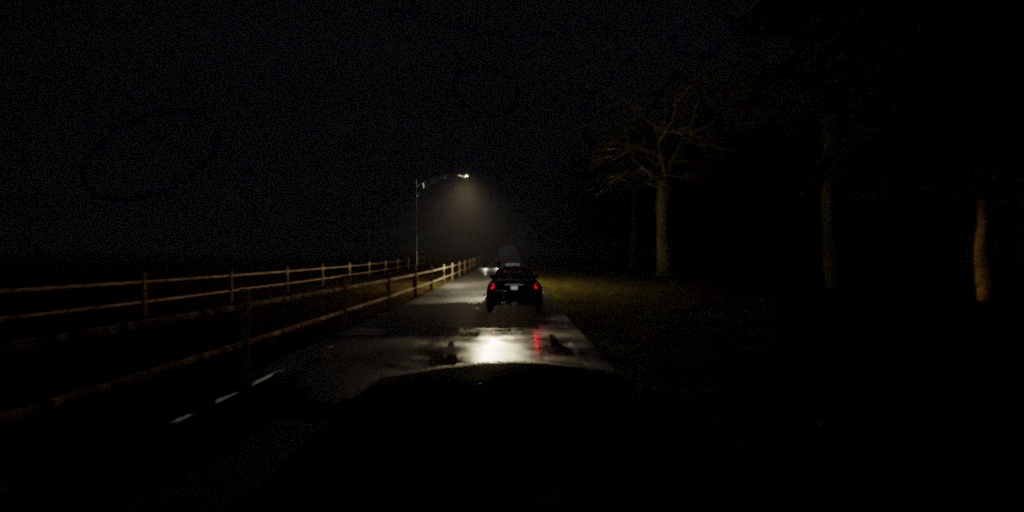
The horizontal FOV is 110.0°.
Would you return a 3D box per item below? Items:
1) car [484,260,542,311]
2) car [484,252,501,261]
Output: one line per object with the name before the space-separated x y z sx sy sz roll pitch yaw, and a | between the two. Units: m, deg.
car | 0.088 1.183 15.152 2.097 1.767 4.553 0 0 0
car | -2.771 0.443 50.863 2.150 2.045 5.566 0 2 0
